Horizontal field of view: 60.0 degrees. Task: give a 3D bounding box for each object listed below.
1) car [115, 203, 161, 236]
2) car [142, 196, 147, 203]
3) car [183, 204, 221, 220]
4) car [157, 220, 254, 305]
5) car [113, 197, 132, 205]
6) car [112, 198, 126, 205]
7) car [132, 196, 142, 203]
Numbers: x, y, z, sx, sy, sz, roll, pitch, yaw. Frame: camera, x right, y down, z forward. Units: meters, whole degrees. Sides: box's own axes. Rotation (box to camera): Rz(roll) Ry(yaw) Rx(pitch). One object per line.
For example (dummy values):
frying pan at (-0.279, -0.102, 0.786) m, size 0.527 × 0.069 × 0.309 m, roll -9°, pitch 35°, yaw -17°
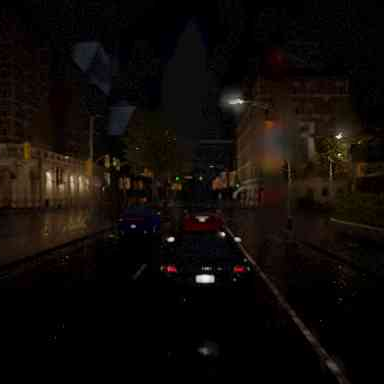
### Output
car at (-2.934, 1.609, 19.304) m, size 1.882 × 1.535 × 5.008 m, roll 0°, pitch 0°, yaw 1°
car at (-12.768, 1.921, 83.745) m, size 2.097 × 1.767 × 4.553 m, roll 0°, pitch 0°, yaw 2°
car at (0.594, 1.487, 19.424) m, size 2.097 × 1.767 × 4.553 m, roll 0°, pitch 0°, yaw 2°
car at (0.305, 1.621, 8.252) m, size 1.994 × 1.385 × 4.181 m, roll 0°, pitch -1°, yaw 2°
car at (-13.330, 1.932, 63.647) m, size 1.837 × 1.490 × 4.892 m, roll 0°, pitch 0°, yaw 2°
car at (-16.270, 2.094, 74.485) m, size 1.895 × 1.301 × 4.718 m, roll 0°, pitch 0°, yaw 1°
car at (-13.046, 1.850, 73.488) m, size 2.097 × 1.767 × 4.553 m, roll 0°, pitch 0°, yaw 2°
